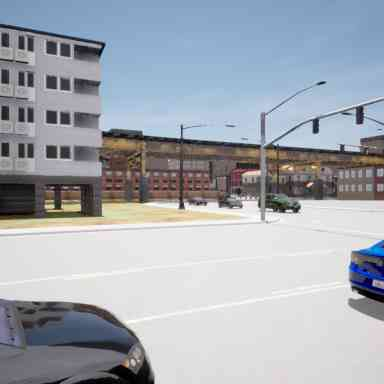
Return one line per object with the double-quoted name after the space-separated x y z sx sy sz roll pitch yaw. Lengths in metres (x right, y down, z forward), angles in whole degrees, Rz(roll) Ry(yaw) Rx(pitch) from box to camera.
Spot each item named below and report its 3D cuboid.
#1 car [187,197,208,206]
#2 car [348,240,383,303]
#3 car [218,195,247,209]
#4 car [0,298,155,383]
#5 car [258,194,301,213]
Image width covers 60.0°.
0.846 1.547 55.884 2.033 1.411 5.357 0 0 -20 "car"
5.554 1.478 6.907 5.008 1.535 1.882 0 0 -25 "car"
5.267 1.526 46.433 1.812 1.442 4.674 0 0 -25 "car"
-2.423 1.564 2.754 4.181 1.385 1.994 0 0 -32 "car"
9.641 1.222 37.280 2.150 2.045 5.566 0 0 -26 "car"
